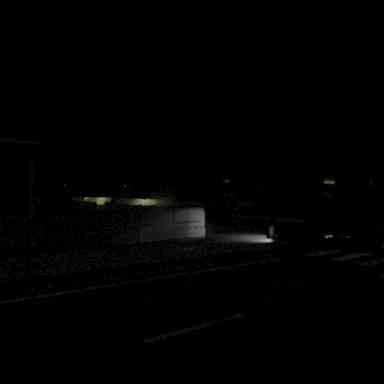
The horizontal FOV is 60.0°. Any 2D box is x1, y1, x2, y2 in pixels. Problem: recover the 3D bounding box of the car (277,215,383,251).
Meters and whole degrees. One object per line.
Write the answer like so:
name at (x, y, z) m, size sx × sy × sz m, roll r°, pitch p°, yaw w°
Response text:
car at (6.609, 1.722, 14.854) m, size 5.357 × 1.411 × 2.033 m, roll 0°, pitch -1°, yaw 21°
